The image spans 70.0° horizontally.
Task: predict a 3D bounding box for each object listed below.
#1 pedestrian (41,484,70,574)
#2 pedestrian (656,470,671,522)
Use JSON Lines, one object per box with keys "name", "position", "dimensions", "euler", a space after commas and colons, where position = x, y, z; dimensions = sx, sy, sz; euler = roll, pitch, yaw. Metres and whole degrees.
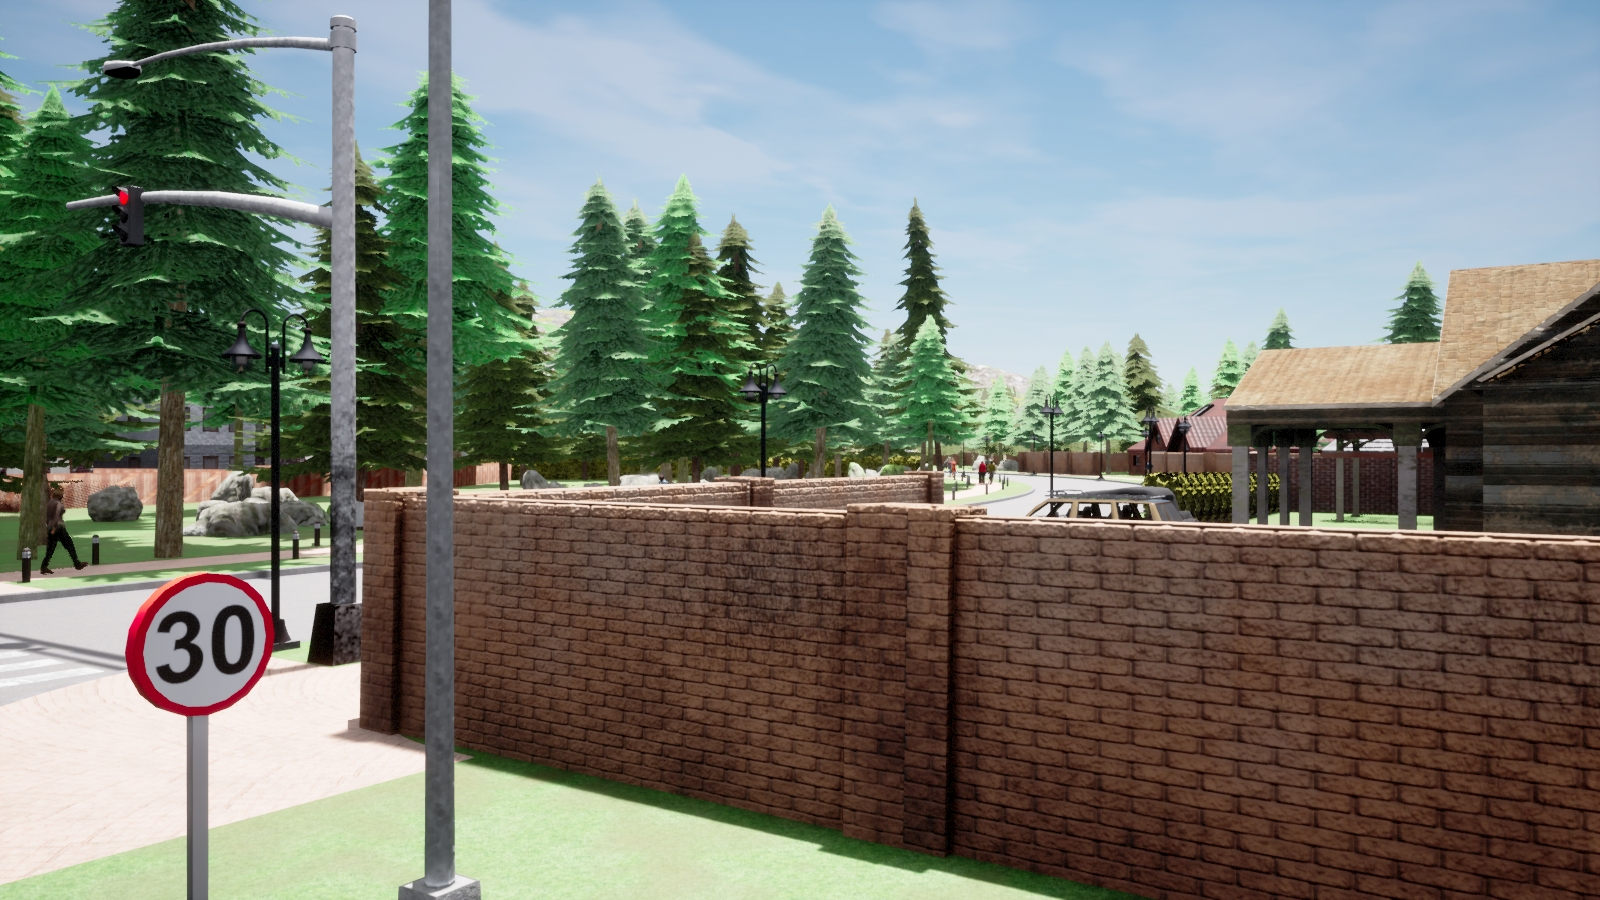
{"name": "pedestrian", "position": [-15.588, 1.647, 23.920], "dimensions": [0.375, 1.860, 0.375], "euler": [0, 0, 24]}
{"name": "pedestrian", "position": [-4.933, 1.646, 41.293], "dimensions": [0.375, 1.860, 0.375], "euler": [0, 0, 34]}
